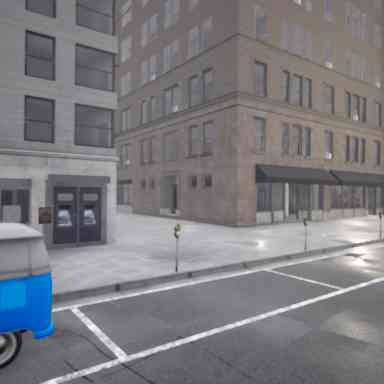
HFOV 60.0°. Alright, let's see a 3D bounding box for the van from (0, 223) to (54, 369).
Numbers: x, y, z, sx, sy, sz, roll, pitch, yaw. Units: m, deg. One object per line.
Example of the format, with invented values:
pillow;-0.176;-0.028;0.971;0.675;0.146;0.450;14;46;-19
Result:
van;-3.806;1.341;4.036;3.998;1.788;1.690;0;1;-36
